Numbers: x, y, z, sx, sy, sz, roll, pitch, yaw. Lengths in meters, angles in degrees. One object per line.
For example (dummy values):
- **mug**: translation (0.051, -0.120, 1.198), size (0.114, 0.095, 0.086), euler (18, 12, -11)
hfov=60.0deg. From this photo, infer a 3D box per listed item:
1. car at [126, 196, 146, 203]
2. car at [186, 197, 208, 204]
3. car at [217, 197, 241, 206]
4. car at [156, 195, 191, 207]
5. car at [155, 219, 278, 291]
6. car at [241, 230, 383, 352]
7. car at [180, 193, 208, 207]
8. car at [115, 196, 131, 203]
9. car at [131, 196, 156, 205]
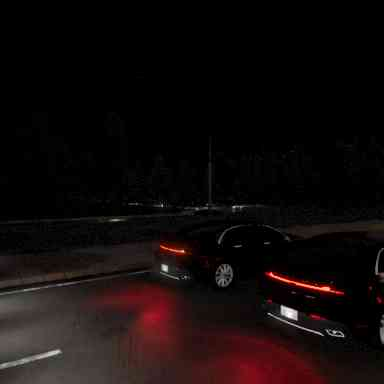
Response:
- **car**: translation (-11.752, 1.540, 69.077), size (2.033, 1.411, 5.357), euler (0, 0, -35)
- **car**: translation (0.923, 1.601, 63.083), size (1.895, 1.301, 4.718), euler (0, 0, -35)
- **car**: translation (6.138, 1.526, 55.621), size (1.812, 1.442, 4.674), euler (0, 0, -35)
- **car**: translation (-2.854, 1.547, 50.121), size (2.033, 1.411, 5.357), euler (0, 0, -35)
- **car**: translation (1.358, 1.505, 9.066), size (4.892, 1.490, 1.837), euler (0, 0, -35)
- **car**: translation (3.390, 1.505, 6.217), size (4.892, 1.490, 1.837), euler (0, 0, -35)
- **car**: translation (-0.090, 1.221, 52.259), size (2.150, 2.045, 5.566), euler (0, 0, -36)
- **car**: translation (-14.119, 1.491, 66.326), size (2.128, 1.511, 4.902), euler (0, 0, -35)
- **car**: translation (-8.346, 1.601, 57.983), size (1.895, 1.301, 4.718), euler (0, 0, -35)
